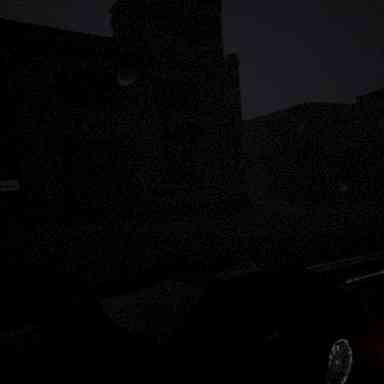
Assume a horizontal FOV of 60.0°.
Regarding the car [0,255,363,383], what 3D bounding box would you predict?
[{"bbox_3d":[0.060,1.520,3.675,4.674,1.442,1.812,0,0,-35],"label":"car"}]
